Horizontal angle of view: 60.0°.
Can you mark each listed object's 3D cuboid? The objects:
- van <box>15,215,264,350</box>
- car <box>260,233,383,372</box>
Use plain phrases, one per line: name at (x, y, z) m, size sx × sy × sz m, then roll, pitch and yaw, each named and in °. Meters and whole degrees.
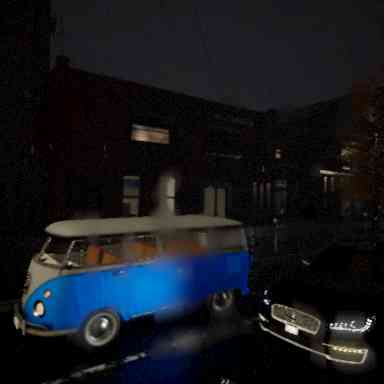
van at (-0.791, 1.354, 5.973) m, size 3.998 × 1.788 × 1.690 m, roll 0°, pitch 1°, yaw -35°
car at (3.261, 1.532, 5.695) m, size 4.892 × 1.490 × 1.837 m, roll 0°, pitch 0°, yaw -35°
